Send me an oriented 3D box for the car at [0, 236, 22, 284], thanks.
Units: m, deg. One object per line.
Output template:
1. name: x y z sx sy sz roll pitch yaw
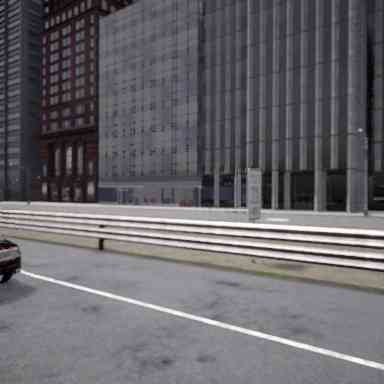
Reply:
1. car: -6.370 1.533 8.281 4.902 1.511 2.128 0 -1 29
